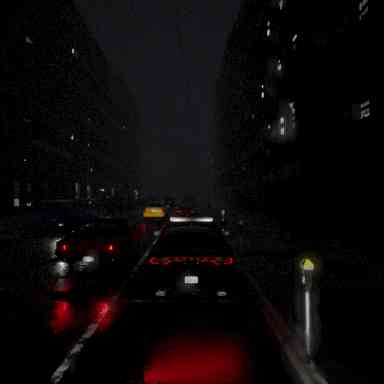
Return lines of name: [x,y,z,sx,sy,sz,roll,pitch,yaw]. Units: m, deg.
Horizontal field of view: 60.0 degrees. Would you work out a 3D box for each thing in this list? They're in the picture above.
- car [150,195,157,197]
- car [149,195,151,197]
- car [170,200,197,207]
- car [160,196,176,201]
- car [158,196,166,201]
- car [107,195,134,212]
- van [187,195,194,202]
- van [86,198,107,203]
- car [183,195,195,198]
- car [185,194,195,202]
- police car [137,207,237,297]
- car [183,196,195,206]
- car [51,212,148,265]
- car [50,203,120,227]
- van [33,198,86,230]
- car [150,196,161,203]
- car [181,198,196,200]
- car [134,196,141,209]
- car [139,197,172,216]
car: [-8.318,1.471,70.528,2.192,1.841,5.009,1,0,0]
car: [-8.322,1.660,53.938,1.947,1.339,4.313,1,0,0]
car: [-0.438,1.572,26.224,1.887,1.381,4.507,1,0,0]
car: [-2.923,1.422,45.601,2.097,1.767,4.553,0,0,0]
car: [-8.326,1.847,92.652,1.802,1.307,4.206,1,0,0]
car: [-8.314,1.365,37.346,2.192,1.841,5.009,1,0,0]
van: [-0.474,1.575,87.068,1.690,1.788,3.998,1,0,0]
van: [-8.314,1.368,26.285,1.690,1.788,3.998,1,0,0]
car: [-0.429,1.490,37.286,1.967,1.590,4.097,1,0,0]
car: [-0.473,1.521,81.536,2.192,1.841,5.009,1,0,0]
police car: [-0.012,1.430,8.763,1.930,1.638,5.238,0,0,0]
car: [-0.473,1.553,59.411,1.967,1.590,4.097,1,0,0]
car: [-2.920,1.608,11.657,1.895,1.301,4.718,0,0,0]
car: [-5.871,1.562,19.107,2.033,1.411,5.357,0,0,0]
van: [-8.312,1.359,20.753,1.690,1.788,3.998,2,0,0]
car: [-8.324,1.725,76.059,1.887,1.381,4.507,1,0,0]
car: [-0.438,1.582,31.754,1.887,1.381,4.507,1,0,0]
car: [-8.314,1.379,42.876,2.192,1.841,5.009,1,0,0]
car: [-3.022,1.487,28.749,1.801,1.575,5.366,0,0,0]
